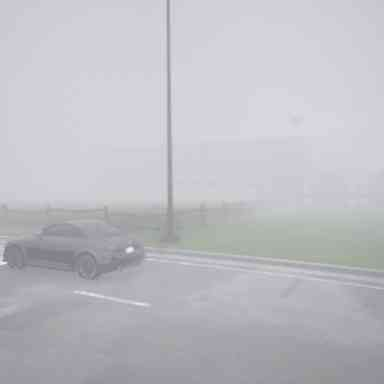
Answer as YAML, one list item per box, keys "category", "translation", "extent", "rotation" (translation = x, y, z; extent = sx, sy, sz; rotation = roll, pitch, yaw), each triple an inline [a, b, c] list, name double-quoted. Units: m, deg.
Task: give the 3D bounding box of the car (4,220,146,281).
- category: "car"
  translation: [-3.443, 1.512, 9.692]
  extent: [4.181, 1.385, 1.994]
  rotation: [0, 1, 26]
